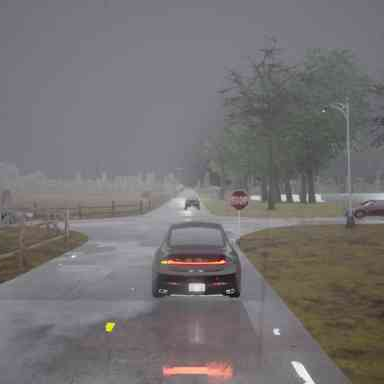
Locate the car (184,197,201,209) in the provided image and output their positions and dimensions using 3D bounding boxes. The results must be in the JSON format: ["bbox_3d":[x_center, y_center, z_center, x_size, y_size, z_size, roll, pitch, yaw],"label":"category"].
[{"bbox_3d":[0.060,1.431,44.031,1.837,1.490,4.892,0,0,0],"label":"car"}]

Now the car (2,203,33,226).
[{"bbox_3d":[-13.323,1.478,22.524,4.902,1.511,2.128,0,-1,2],"label":"car"}]

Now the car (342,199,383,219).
[{"bbox_3d":[14.074,1.300,25.683,4.674,1.442,1.812,-1,-1,0],"label":"car"}]

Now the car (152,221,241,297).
[{"bbox_3d":[0.095,1.506,8.532,1.837,1.490,4.892,0,0,0],"label":"car"}]
